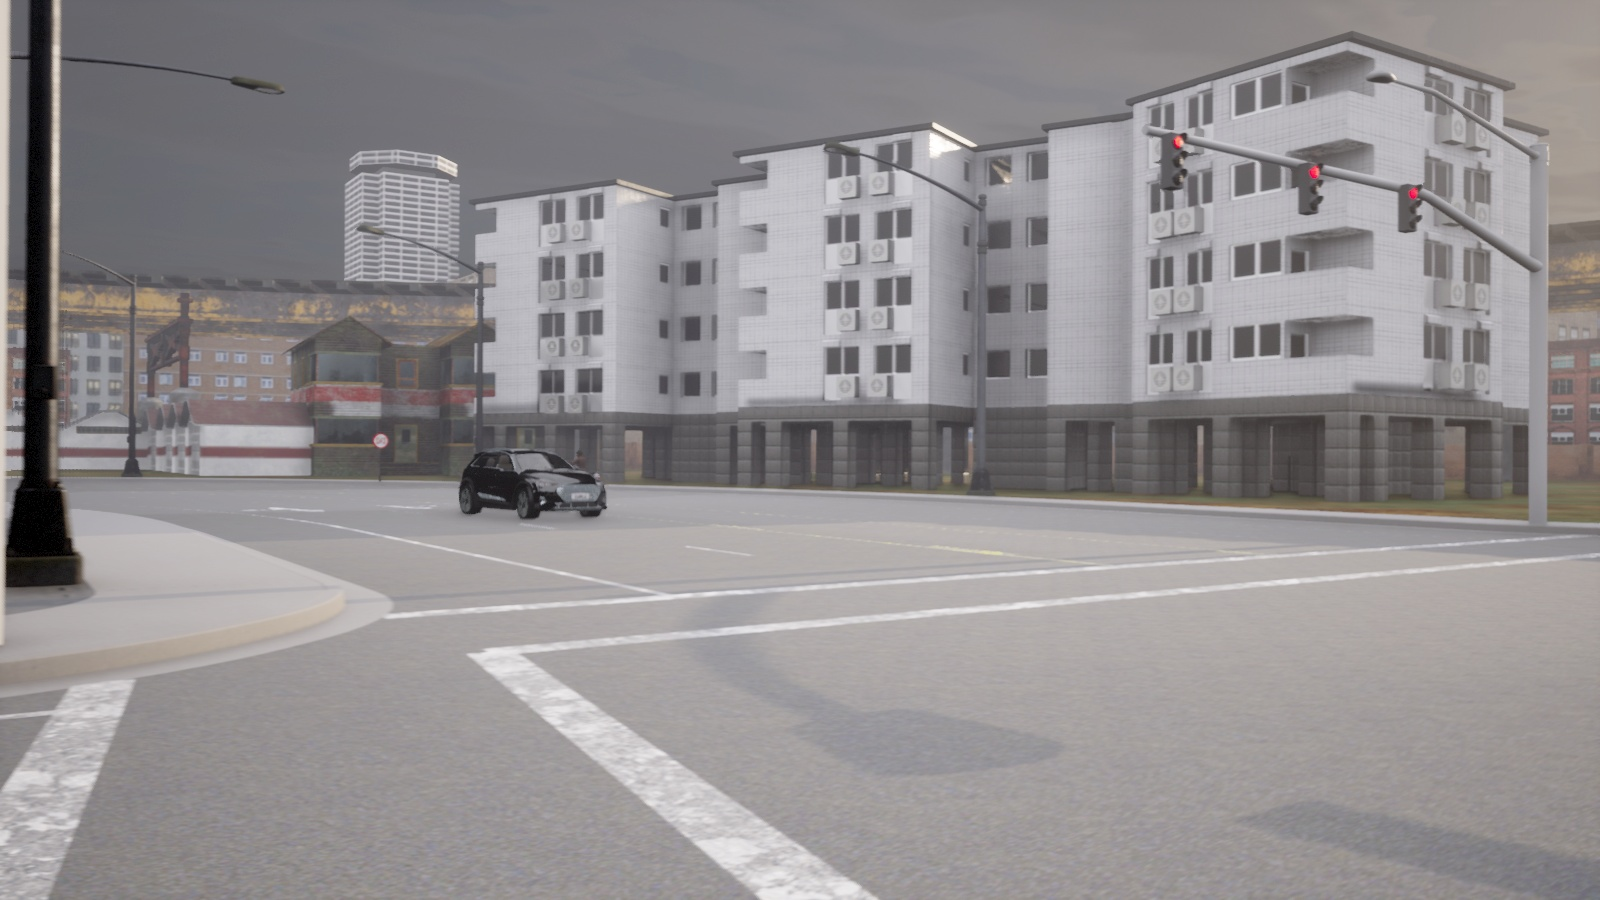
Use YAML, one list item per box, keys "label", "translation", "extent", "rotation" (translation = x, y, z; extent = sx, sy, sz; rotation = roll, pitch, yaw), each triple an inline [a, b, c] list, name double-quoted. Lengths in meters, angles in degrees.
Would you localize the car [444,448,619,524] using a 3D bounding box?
- label: "car"
  translation: [-6.485, 0.793, 29.947]
  extent: [2.033, 1.649, 4.856]
  rotation: [1, 0, -40]
